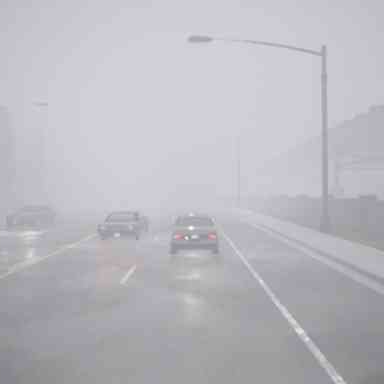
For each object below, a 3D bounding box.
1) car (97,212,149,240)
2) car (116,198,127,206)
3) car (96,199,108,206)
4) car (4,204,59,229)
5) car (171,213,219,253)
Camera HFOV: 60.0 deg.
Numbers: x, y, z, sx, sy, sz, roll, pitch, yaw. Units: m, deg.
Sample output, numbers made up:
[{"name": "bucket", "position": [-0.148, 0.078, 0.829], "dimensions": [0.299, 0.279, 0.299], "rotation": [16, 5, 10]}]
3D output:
[{"name": "car", "position": [-3.403, 1.664, 17.367], "dimensions": [1.895, 1.301, 4.718], "rotation": [0, 0, 0]}, {"name": "car", "position": [-13.526, 1.925, 64.030], "dimensions": [1.882, 1.535, 5.008], "rotation": [1, -2, -12]}, {"name": "car", "position": [-16.612, 1.948, 61.732], "dimensions": [1.994, 1.385, 4.181], "rotation": [0, -2, -12]}, {"name": "car", "position": [-10.604, 1.586, 22.412], "dimensions": [1.837, 1.490, 4.892], "rotation": [0, 0, 0]}, {"name": "car", "position": [0.097, 1.598, 13.947], "dimensions": [2.033, 1.411, 5.357], "rotation": [0, 0, 0]}]
